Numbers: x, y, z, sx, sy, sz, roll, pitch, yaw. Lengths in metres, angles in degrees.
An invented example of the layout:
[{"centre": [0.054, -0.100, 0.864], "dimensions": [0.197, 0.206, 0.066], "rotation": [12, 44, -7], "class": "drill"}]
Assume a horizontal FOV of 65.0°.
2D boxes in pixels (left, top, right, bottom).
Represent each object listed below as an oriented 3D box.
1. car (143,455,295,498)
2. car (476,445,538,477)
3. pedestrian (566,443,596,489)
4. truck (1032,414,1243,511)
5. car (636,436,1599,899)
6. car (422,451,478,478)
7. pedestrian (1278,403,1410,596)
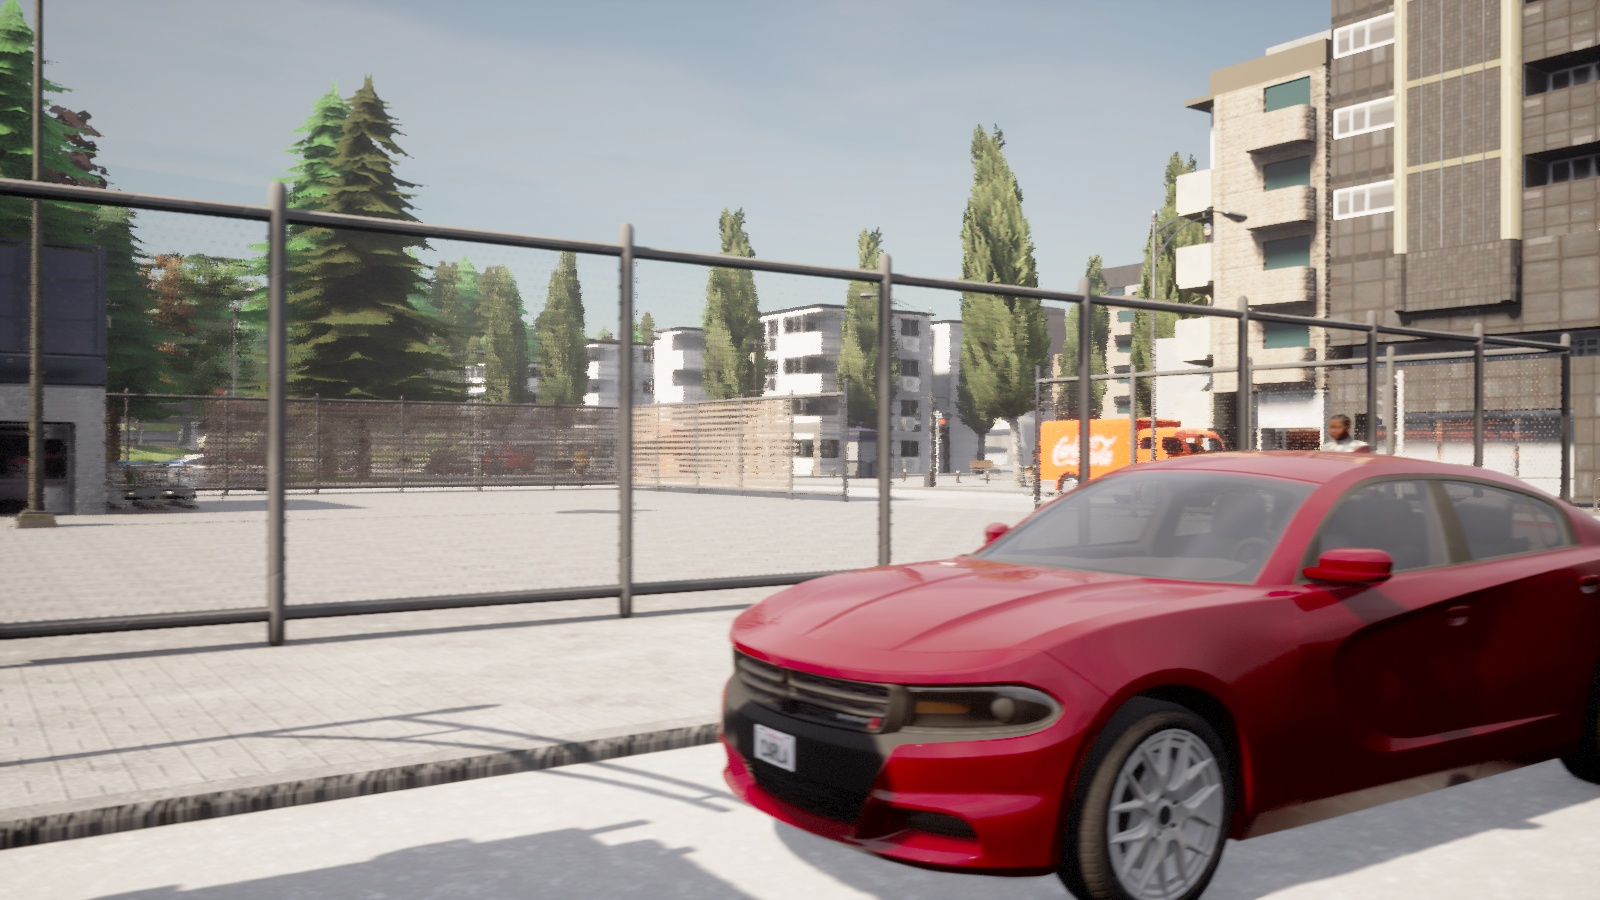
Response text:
[{"centre": [-20.756, 0.923, 44.926], "dimensions": [4.674, 1.442, 1.812], "rotation": [0, 0, -36], "class": "car"}, {"centre": [-19.564, 0.710, 83.659], "dimensions": [2.150, 2.045, 5.566], "rotation": [0, 0, -35], "class": "car"}, {"centre": [-8.809, 0.631, 50.535], "dimensions": [0.874, 1.855, 0.900], "rotation": [0, 0, -39], "class": "pedestrian"}, {"centre": [9.230, 0.326, 34.782], "dimensions": [2.627, 2.467, 5.204], "rotation": [0, 0, -34], "class": "truck"}, {"centre": [1.965, 0.732, 5.560], "dimensions": [5.008, 1.535, 1.882], "rotation": [0, 0, -33], "class": "car"}, {"centre": [-22.652, 0.921, 81.090], "dimensions": [2.033, 1.649, 4.856], "rotation": [0, 0, -34], "class": "car"}, {"centre": [5.479, 0.475, 12.660], "dimensions": [0.900, 1.855, 0.874], "rotation": [0, 0, -34], "class": "pedestrian"}]
